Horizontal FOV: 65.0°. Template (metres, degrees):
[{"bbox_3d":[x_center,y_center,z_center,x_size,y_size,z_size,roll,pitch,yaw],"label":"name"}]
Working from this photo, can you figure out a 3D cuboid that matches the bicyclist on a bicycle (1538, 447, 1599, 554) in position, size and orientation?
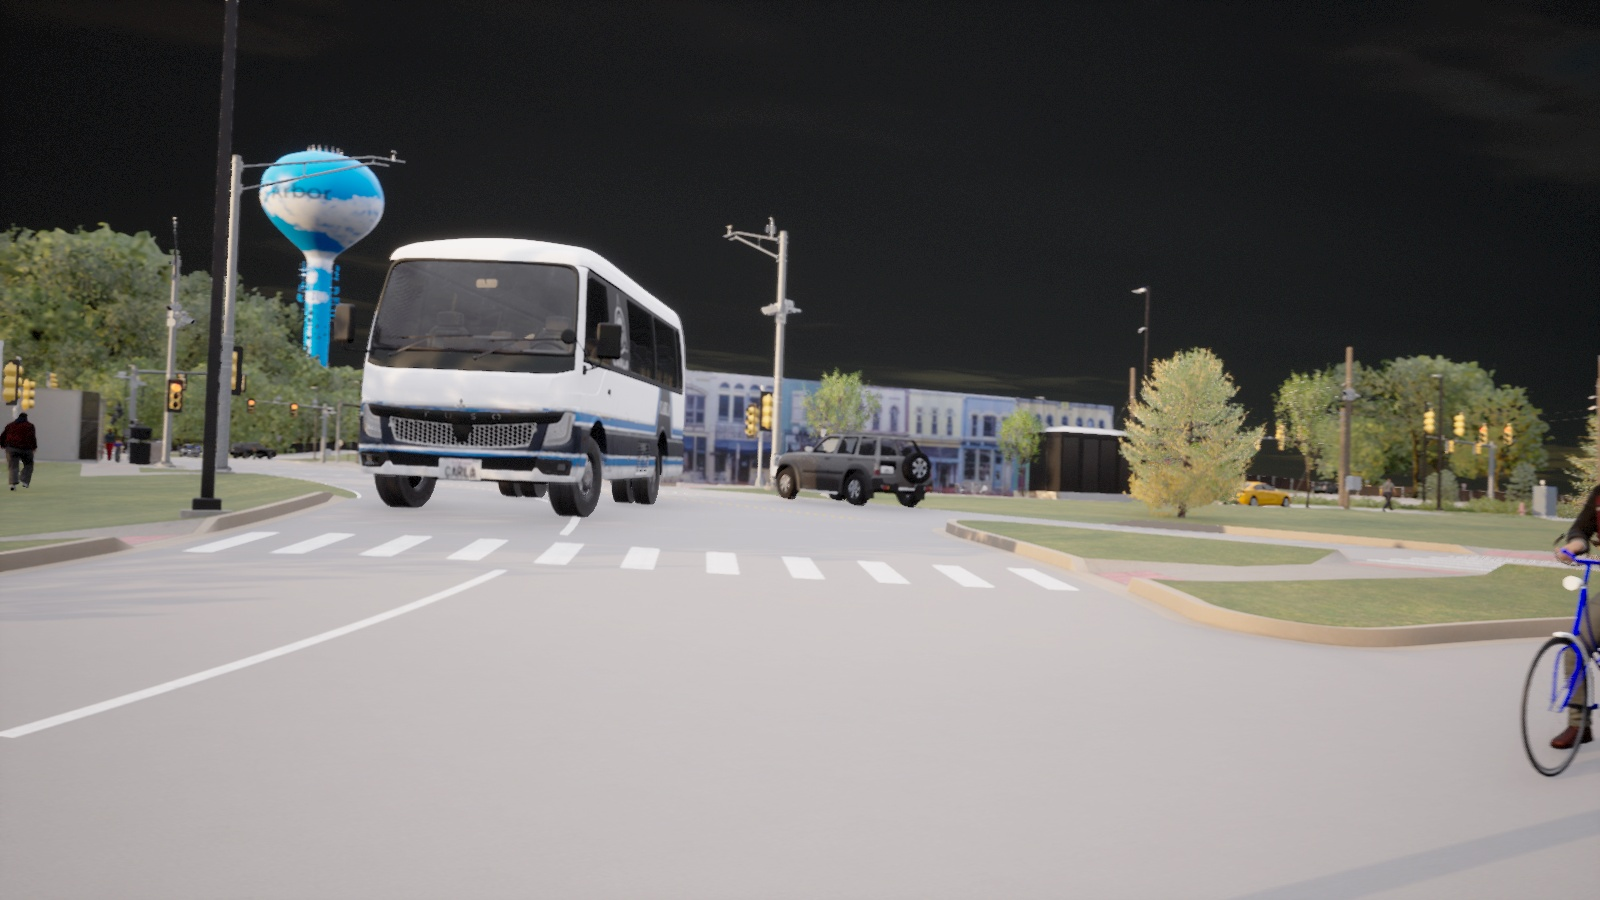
[{"bbox_3d":[12.358,0.768,19.310,0.866,1.612,1.509,1,-1,-33],"label":"bicyclist on a bicycle"}]

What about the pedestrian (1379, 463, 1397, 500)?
[{"bbox_3d":[29.688,1.607,63.392,0.694,1.848,0.540,2,-2,-32],"label":"pedestrian"}]

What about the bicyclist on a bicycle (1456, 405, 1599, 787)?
[{"bbox_3d":[4.322,0.688,6.617,1.843,1.776,0.659,0,-1,-32],"label":"bicyclist on a bicycle"}]

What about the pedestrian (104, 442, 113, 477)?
[{"bbox_3d":[-36.610,0.506,66.485,0.353,1.847,0.614,2,-2,-30],"label":"pedestrian"}]

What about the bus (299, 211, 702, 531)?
[{"bbox_3d":[-4.476,-1.036,22.127,3.944,4.253,10.273,1,-1,4],"label":"bus"}]

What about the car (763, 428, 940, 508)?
[{"bbox_3d":[1.210,0.414,31.617,1.932,1.855,4.605,2,-1,-36],"label":"car"}]

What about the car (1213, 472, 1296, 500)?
[{"bbox_3d":[25.722,2.032,71.074,5.008,1.535,1.882,1,-2,-35],"label":"car"}]

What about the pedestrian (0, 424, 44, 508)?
[{"bbox_3d":[-17.512,0.370,28.243,0.634,1.844,0.899,1,-2,-17],"label":"pedestrian"}]
